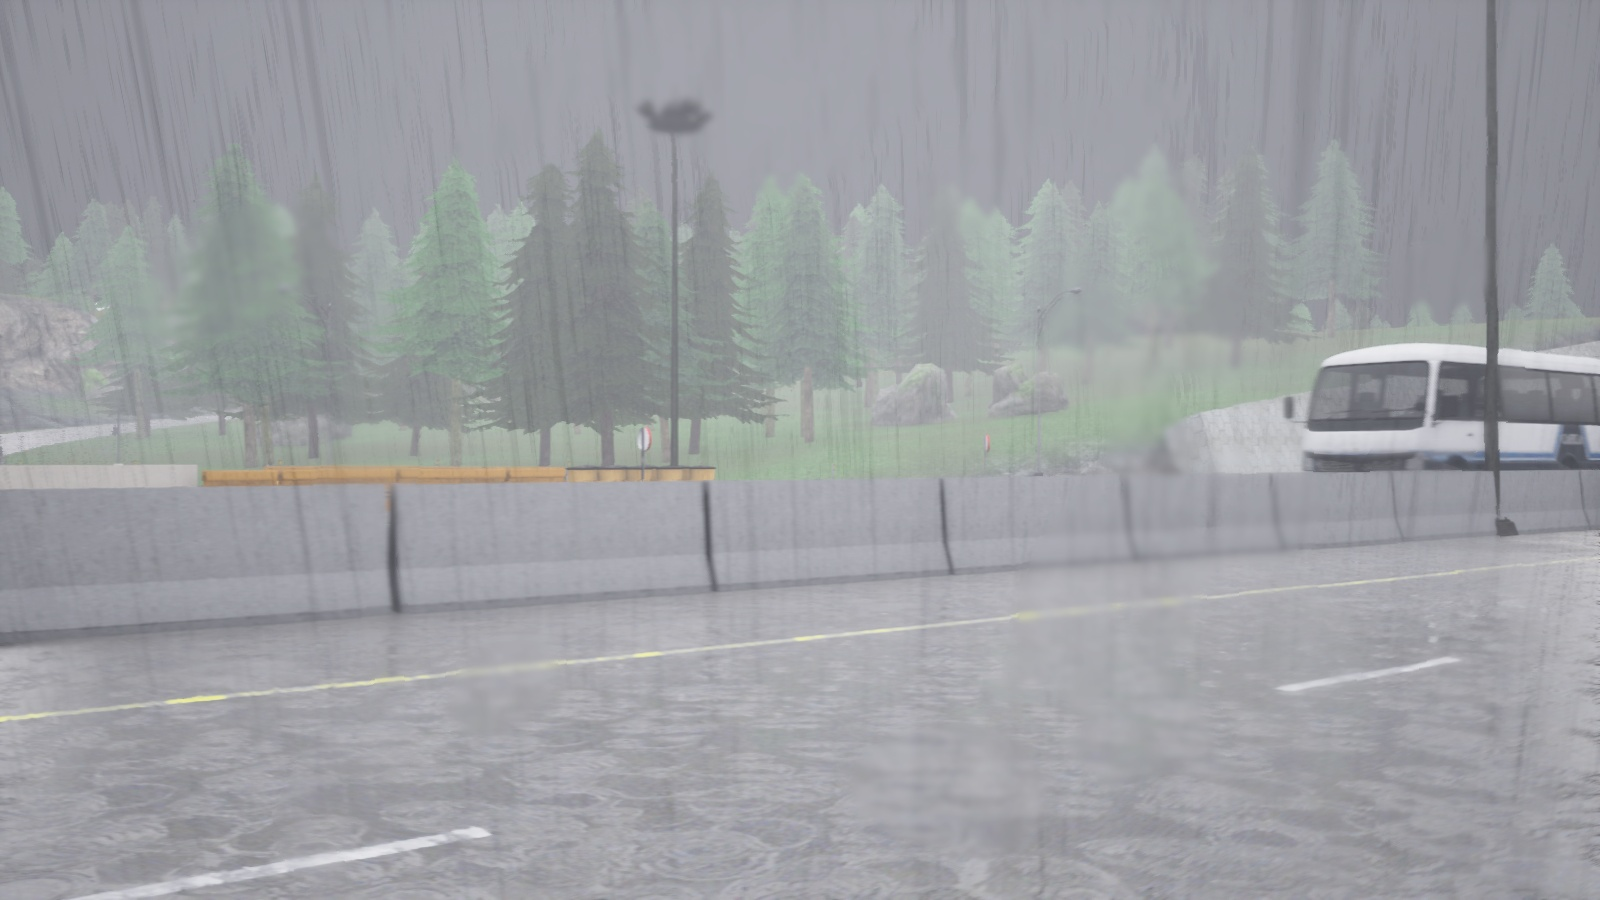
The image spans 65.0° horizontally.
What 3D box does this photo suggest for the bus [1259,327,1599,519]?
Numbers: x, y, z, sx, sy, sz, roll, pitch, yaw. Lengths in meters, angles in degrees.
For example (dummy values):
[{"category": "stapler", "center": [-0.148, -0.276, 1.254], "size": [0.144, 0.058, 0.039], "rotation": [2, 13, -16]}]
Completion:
[{"category": "bus", "center": [16.692, -0.588, 32.339], "size": [10.273, 4.253, 3.944], "rotation": [0, 0, -35]}]
